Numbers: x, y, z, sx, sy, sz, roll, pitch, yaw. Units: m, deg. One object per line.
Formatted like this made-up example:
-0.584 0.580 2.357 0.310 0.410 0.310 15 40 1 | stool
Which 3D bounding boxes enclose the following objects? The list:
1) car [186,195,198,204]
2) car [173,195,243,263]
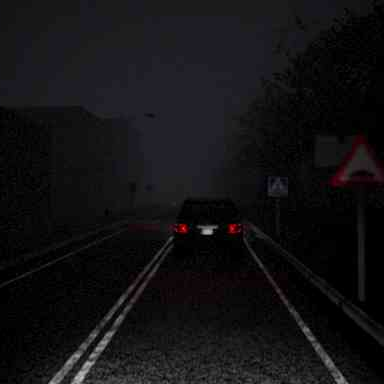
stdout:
-0.025 1.334 60.583 1.837 1.490 4.892 0 0 4 | car
0.608 1.186 12.062 2.150 2.045 5.566 0 1 4 | car
